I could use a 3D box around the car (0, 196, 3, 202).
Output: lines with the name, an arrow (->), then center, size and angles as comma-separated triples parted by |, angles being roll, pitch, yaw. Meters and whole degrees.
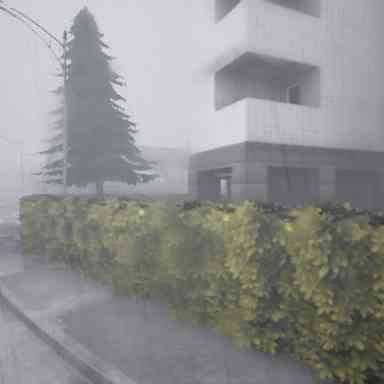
car -> -38.956, 1.356, 66.149 | 1.895, 1.301, 4.718 | 0, 0, -24
